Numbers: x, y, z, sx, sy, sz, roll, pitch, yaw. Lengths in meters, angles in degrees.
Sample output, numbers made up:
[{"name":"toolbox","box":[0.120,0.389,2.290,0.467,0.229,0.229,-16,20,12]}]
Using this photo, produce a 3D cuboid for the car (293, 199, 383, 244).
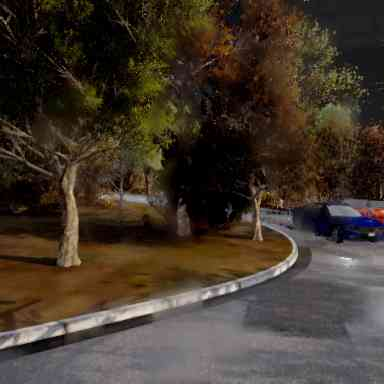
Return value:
[{"name":"car","box":[6.422,1.232,15.091,1.882,1.535,5.008,2,2,-10]}]

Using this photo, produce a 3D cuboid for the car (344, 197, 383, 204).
[{"name":"car","box":[9.226,1.060,18.639,2.097,1.767,4.553,1,2,-13]}]
